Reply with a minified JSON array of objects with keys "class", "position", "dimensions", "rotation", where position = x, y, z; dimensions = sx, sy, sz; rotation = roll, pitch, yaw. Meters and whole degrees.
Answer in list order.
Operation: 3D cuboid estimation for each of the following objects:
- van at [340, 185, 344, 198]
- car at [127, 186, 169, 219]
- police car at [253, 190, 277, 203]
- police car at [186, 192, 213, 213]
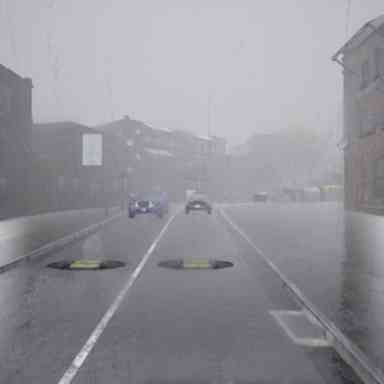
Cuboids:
[{"class":"van","position":[24.163,-0.050,53.985],"dimensions":[1.878,1.987,4.442],"rotation":[-3,0,-11]},{"class":"car","position":[-2.872,0.641,22.904],"dimensions":[2.150,2.045,5.566],"rotation":[0,2,2]},{"class":"police car","position":[10.005,0.611,42.095],"dimensions":[5.238,1.638,1.930],"rotation":[1,-1,-33]},{"class":"police car","position":[0.660,0.800,26.932],"dimensions":[2.038,1.542,4.974],"rotation":[0,2,5]}]
